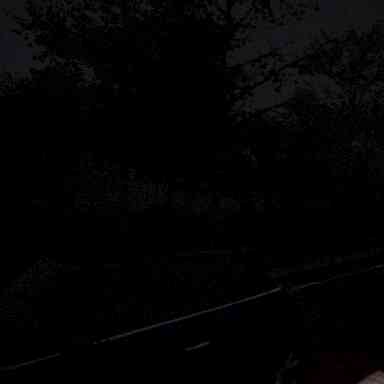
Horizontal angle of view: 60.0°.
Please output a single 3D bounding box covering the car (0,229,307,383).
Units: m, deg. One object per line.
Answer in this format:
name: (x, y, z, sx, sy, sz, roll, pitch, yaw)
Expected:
car: (-0.968, 1.344, 3.263, 4.553, 1.767, 2.097, 0, 0, -35)
